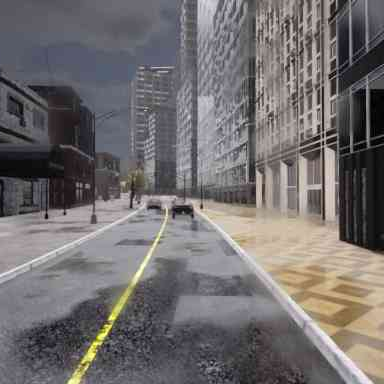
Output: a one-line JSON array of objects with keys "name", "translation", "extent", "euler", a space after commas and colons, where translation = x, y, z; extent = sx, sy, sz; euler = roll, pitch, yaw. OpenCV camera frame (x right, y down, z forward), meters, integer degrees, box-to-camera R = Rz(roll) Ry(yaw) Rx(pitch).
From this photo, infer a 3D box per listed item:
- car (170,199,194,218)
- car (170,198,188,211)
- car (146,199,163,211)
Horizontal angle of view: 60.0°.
[{"name": "car", "translation": [-0.856, 1.485, 29.856], "extent": [2.128, 1.511, 4.902], "euler": [0, 0, -3]}, {"name": "car", "translation": [-1.734, 1.533, 41.966], "extent": [2.033, 1.411, 5.357], "euler": [0, 0, -5]}, {"name": "car", "translation": [-4.584, 1.529, 40.931], "extent": [2.033, 1.411, 5.357], "euler": [0, 0, -5]}]
